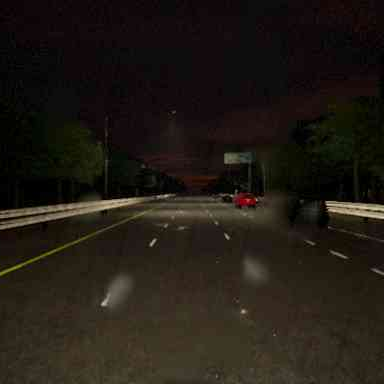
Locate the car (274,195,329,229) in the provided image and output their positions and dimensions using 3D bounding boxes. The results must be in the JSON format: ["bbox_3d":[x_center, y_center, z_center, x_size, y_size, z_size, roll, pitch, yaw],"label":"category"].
[{"bbox_3d":[7.026,1.224,21.870,2.150,2.045,5.566,0,0,0],"label":"car"}]

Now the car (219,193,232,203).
[{"bbox_3d":[7.263,1.482,69.338,1.837,1.490,4.892,0,0,0],"label":"car"}]

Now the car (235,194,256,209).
[{"bbox_3d":[7.108,1.223,44.704,2.150,2.045,5.566,0,0,0],"label":"car"}]
